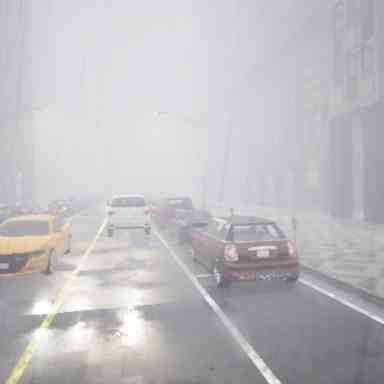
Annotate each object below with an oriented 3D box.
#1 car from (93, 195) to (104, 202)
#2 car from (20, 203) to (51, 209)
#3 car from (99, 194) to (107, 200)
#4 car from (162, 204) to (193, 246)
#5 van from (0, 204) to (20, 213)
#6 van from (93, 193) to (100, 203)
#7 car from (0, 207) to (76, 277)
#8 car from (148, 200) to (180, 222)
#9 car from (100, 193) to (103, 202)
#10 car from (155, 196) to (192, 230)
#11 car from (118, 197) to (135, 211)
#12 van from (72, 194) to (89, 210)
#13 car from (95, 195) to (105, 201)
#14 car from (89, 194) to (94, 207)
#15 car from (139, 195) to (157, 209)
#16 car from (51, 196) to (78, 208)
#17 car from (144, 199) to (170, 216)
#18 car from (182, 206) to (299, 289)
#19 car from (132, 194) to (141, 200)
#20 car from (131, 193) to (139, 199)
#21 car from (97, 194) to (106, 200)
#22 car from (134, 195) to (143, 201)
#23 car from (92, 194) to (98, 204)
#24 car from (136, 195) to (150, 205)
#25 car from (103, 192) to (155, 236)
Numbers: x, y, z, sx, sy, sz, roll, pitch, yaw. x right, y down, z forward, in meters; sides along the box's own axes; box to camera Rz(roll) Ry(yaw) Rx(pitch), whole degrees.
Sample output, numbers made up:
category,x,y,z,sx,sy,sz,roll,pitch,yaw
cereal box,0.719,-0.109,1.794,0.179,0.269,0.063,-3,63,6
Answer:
category,x,y,z,sx,sy,sz,roll,pitch,yaw
car,-20.726,1.361,73.641,1.947,1.339,4.313,-1,0,-12
car,-9.454,1.465,18.413,1.967,1.590,4.097,-1,1,-12
car,-24.108,1.315,90.210,1.802,1.307,4.206,-1,0,-12
car,0.025,1.444,14.605,1.947,1.339,4.313,-1,1,-12
van,-8.329,1.390,12.890,1.690,1.788,3.998,-1,1,-12
van,-17.349,1.202,57.071,1.690,1.788,3.998,-1,1,-12
car,-4.987,1.485,10.358,1.882,1.535,5.008,-1,0,-12
car,-2.230,1.374,25.650,1.887,1.381,4.507,-1,1,-12
car,-18.474,1.279,62.594,1.967,1.590,4.097,-1,0,-12
car,-1.108,1.169,20.125,2.192,1.841,5.009,-1,1,-12
car,-7.568,1.329,38.425,1.837,1.490,4.892,-1,0,-11
van,-13.966,1.269,40.503,1.690,1.788,3.998,-1,1,-12
car,-21.853,1.340,79.164,1.947,1.339,4.313,-1,0,-12
car,-15.056,1.431,45.861,1.752,1.417,4.829,-1,1,-12
car,-5.615,1.197,42.215,1.967,1.590,4.097,-1,1,-12
car,-11.709,1.417,29.459,1.967,1.590,4.097,-1,1,-12
car,-3.357,1.371,31.172,1.947,1.339,4.313,-1,1,-12
car,1.150,1.342,9.081,1.967,1.590,4.097,-1,1,-12
car,-13.503,1.185,80.873,1.802,1.307,4.206,-1,0,-12
car,-15.761,1.002,91.917,1.967,1.590,4.097,-1,0,-12
car,-22.981,1.304,84.686,2.008,1.369,4.403,-1,0,-12
car,-11.248,1.228,69.829,1.802,1.307,4.206,-1,1,-12
car,-16.217,1.433,51.550,2.008,1.369,4.403,-1,1,-12
car,-7.867,1.277,53.261,1.947,1.339,4.313,-1,1,-12
car,-3.469,1.139,18.254,2.150,2.045,5.566,-1,1,-11
